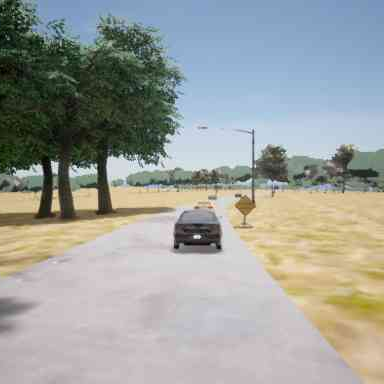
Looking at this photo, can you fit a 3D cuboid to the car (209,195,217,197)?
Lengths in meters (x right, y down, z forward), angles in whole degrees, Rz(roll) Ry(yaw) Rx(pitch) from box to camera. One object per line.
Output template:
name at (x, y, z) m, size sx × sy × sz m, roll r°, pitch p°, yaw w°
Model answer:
car at (4.786, 1.308, 77.527) m, size 1.994 × 1.385 × 4.181 m, roll 0°, pitch 1°, yaw 11°

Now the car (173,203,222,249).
car at (0.285, 1.477, 14.543) m, size 1.882 × 1.535 × 5.008 m, roll 0°, pitch 0°, yaw 2°

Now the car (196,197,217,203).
car at (1.141, 1.456, 29.463) m, size 1.882 × 1.535 × 5.008 m, roll 0°, pitch 0°, yaw 4°

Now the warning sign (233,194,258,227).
warning sign at (3.216, 1.105, 20.165) m, size 1.300 × 1.860 × 1.060 m, roll 1°, pitch 1°, yaw 3°
